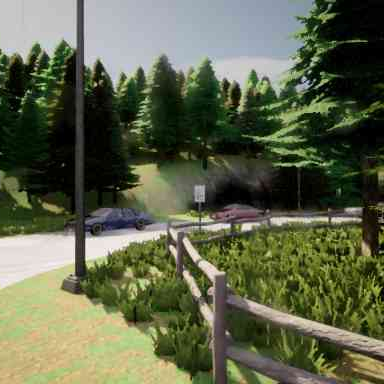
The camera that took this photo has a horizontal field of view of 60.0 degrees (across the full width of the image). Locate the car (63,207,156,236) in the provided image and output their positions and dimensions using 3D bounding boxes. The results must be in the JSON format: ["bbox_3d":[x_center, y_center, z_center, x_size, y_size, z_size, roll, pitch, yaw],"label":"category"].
[{"bbox_3d":[-4.523,1.574,19.156,2.033,1.411,5.357,0,0,41],"label":"car"}]

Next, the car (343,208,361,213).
[{"bbox_3d":[15.514,1.628,28.399,4.718,1.301,1.895,0,0,-5],"label":"car"}]

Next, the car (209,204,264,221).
[{"bbox_3d":[3.410,1.591,25.207,4.181,1.385,1.994,0,0,-26],"label":"car"}]
